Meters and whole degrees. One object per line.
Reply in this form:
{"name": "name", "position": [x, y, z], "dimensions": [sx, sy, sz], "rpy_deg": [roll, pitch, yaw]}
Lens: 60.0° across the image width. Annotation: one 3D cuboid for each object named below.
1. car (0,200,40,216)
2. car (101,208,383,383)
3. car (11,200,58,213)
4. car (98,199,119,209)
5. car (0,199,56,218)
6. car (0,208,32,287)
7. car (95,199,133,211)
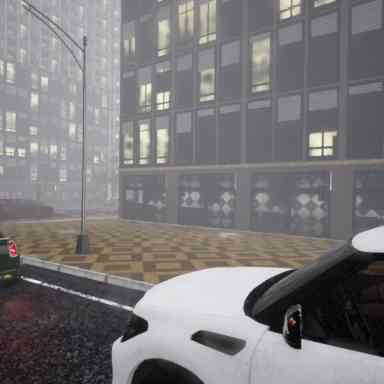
{"name": "car", "position": [-18.794, 1.631, 34.971], "dimensions": [1.837, 1.490, 4.892], "rpy_deg": [1, 0, 36]}
{"name": "car", "position": [1.900, 1.222, 2.327], "dimensions": [5.566, 2.045, 2.150], "rpy_deg": [0, 0, 36]}
{"name": "car", "position": [-18.652, 1.642, 39.547], "dimensions": [1.752, 1.417, 4.829], "rpy_deg": [1, 0, 36]}
{"name": "car", "position": [-8.356, 1.830, 39.400], "dimensions": [1.752, 1.417, 4.829], "rpy_deg": [1, 0, 36]}
{"name": "car", "position": [-15.139, 1.519, 30.178], "dimensions": [2.192, 1.841, 5.009], "rpy_deg": [1, 0, 36]}
{"name": "car", "position": [-6.177, 1.348, 8.062], "dimensions": [4.553, 1.767, 2.097], "rpy_deg": [0, 0, 35]}
{"name": "car", "position": [-10.672, 1.738, 46.002], "dimensions": [2.128, 1.511, 4.902], "rpy_deg": [1, 0, 36]}
